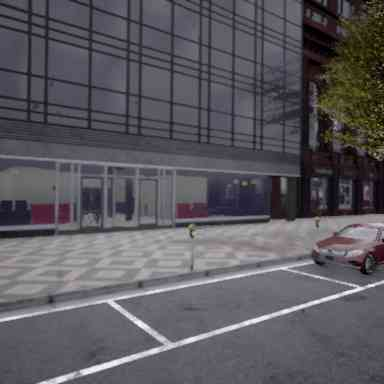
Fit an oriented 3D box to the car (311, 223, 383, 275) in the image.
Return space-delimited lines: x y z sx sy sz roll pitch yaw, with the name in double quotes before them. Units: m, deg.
"car" 5.658 1.677 10.755 4.206 1.307 1.802 1 0 -35
